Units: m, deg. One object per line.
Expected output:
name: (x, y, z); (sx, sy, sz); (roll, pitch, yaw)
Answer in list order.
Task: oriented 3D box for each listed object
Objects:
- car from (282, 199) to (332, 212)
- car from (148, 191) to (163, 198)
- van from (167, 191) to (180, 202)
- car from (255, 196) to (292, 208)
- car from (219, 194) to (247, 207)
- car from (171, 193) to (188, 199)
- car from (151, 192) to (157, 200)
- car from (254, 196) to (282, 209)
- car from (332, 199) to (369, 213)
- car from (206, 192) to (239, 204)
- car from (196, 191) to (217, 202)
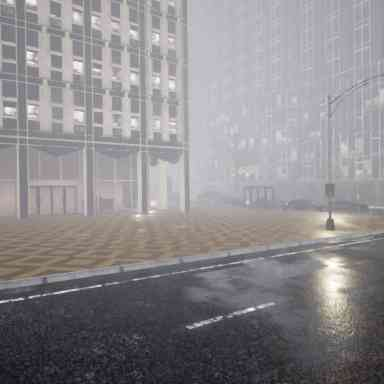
car: (12.466, 1.422, 36.291); (1.947, 1.339, 4.313); (-1, 1, -34)
car: (-9.255, 0.684, 83.374); (1.967, 1.590, 4.097); (0, 1, -34)
van: (-3.403, 0.935, 59.862); (1.690, 1.788, 3.998); (0, 1, -34)
car: (10.675, 1.273, 43.745); (1.812, 1.442, 4.674); (-1, 1, -34)
car: (6.138, 1.318, 45.736); (1.947, 1.339, 4.313); (-1, 1, -34)
car: (-2.864, 0.934, 73.976); (1.802, 1.307, 4.206); (0, 1, -34)
car: (-9.795, 1.038, 69.265); (2.008, 1.369, 4.403); (0, 1, -34)
car: (9.285, 1.386, 41.003); (1.802, 1.307, 4.206); (-1, 1, -34)
car: (16.412, 1.404, 35.309); (1.994, 1.385, 4.181); (-1, 1, -34)
car: (4.850, 1.158, 52.339); (1.837, 1.490, 4.892); (-1, 1, -34)
car: (2.982, 0.749, 60.747); (2.150, 2.045, 5.566); (-1, 1, -34)
